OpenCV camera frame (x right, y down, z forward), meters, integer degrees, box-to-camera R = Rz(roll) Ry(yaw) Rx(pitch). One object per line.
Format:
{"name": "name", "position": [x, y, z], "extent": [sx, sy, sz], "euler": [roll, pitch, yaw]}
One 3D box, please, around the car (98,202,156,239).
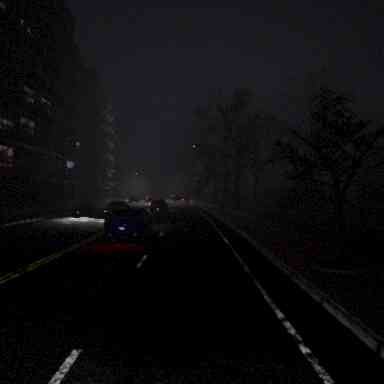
{"name": "car", "position": [-3.220, 1.515, 17.613], "extent": [1.882, 1.535, 5.008], "euler": [0, 0, -1]}

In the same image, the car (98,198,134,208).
{"name": "car", "position": [-6.937, 1.571, 30.802], "extent": [1.837, 1.490, 4.892], "euler": [0, 0, -2]}

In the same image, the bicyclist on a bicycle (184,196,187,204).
{"name": "bicyclist on a bicycle", "position": [-1.298, 1.573, 65.393], "extent": [0.582, 1.620, 1.656], "euler": [0, -1, -5]}

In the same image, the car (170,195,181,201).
{"name": "car", "position": [-3.714, 1.528, 82.318], "extent": [1.837, 1.490, 4.892], "euler": [0, 0, -6]}

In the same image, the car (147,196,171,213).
{"name": "car", "position": [-3.736, 1.583, 37.996], "extent": [1.837, 1.490, 4.892], "euler": [0, 0, -2]}

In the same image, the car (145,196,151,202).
{"name": "car", "position": [-9.374, 1.631, 73.120], "extent": [2.128, 1.511, 4.902], "euler": [0, 0, -5]}

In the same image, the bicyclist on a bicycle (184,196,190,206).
{"name": "bicyclist on a bicycle", "position": [-0.641, 1.560, 56.329], "extent": [0.582, 1.620, 1.656], "euler": [0, -1, -4]}

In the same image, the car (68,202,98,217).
{"name": "car", "position": [-10.214, 1.632, 31.651], "extent": [1.994, 1.385, 4.181], "euler": [0, 0, -2]}

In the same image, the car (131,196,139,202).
{"name": "car", "position": [-12.608, 1.649, 72.809], "extent": [2.033, 1.411, 5.357], "euler": [0, 0, -5]}
